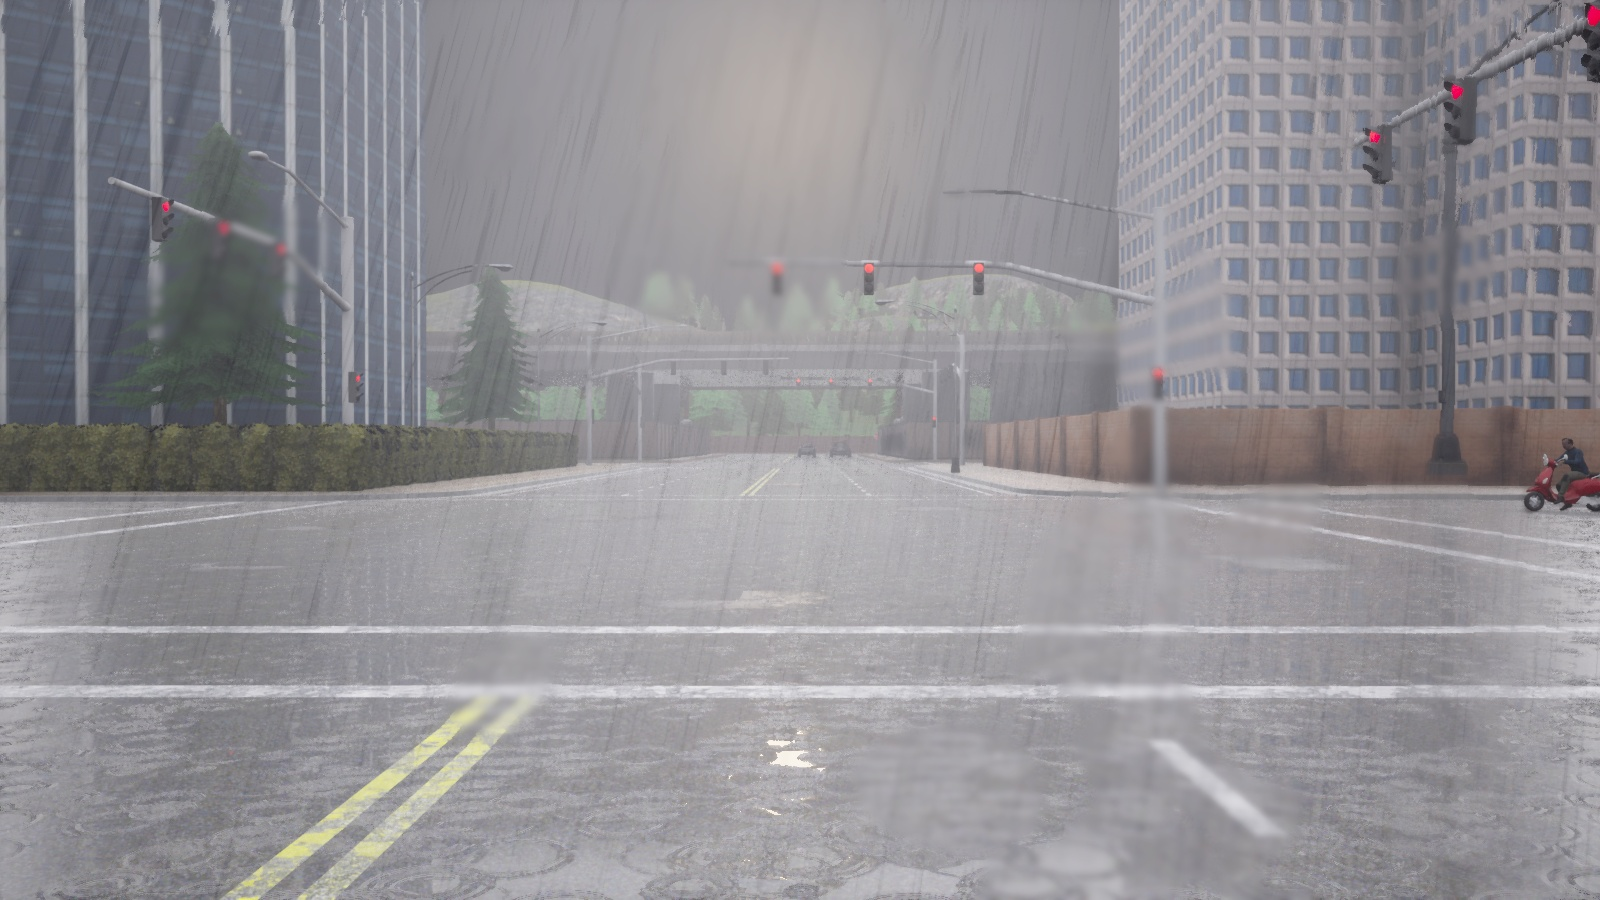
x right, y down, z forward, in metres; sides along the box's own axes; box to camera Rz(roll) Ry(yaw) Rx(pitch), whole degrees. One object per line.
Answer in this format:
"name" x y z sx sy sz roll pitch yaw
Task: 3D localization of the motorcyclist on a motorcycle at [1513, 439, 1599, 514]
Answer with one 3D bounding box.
"motorcyclist on a motorcycle" 16.569 0.560 27.136 1.817 1.590 0.866 0 0 1
